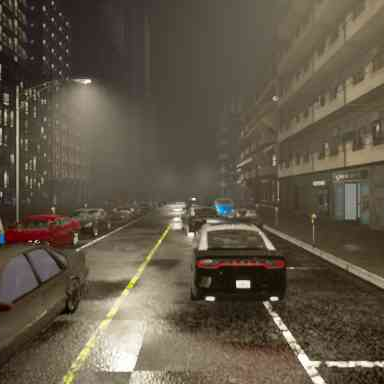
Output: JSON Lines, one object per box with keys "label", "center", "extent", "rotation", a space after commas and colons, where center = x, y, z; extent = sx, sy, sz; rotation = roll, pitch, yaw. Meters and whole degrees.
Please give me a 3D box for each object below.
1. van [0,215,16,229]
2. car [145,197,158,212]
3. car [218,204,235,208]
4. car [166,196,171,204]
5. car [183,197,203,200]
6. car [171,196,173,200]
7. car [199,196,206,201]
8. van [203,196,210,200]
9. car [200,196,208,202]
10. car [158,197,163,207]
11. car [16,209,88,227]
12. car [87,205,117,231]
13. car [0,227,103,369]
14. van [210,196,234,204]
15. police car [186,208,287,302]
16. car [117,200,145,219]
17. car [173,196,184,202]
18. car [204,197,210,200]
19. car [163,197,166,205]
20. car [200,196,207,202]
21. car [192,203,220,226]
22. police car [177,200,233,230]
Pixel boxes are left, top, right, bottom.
{"label": "van", "center": [-5.682, 1.350, 7.015], "extent": [1.690, 1.788, 3.998], "rotation": [0, 0, 0]}
{"label": "car", "center": [-5.621, 1.622, 40.151], "extent": [2.008, 1.369, 4.403], "rotation": [0, 0, 0]}
{"label": "car", "center": [2.719, 1.577, 18.045], "extent": [2.008, 1.369, 4.403], "rotation": [0, 0, 0]}
{"label": "car", "center": [-5.581, 1.689, 62.244], "extent": [1.947, 1.339, 4.313], "rotation": [0, 0, 0]}
{"label": "car", "center": [0.116, 1.682, 44.454], "extent": [1.895, 1.301, 4.718], "rotation": [0, 0, 1]}
{"label": "car", "center": [-5.520, 1.791, 95.381], "extent": [1.947, 1.339, 4.313], "rotation": [0, 0, 0]}
{"label": "car", "center": [2.860, 1.770, 95.365], "extent": [1.887, 1.381, 4.507], "rotation": [0, 0, 0]}
{"label": "van", "center": [2.769, 1.425, 45.659], "extent": [1.690, 1.788, 3.998], "rotation": [0, 0, 0]}
{"label": "car", "center": [2.831, 1.697, 78.966], "extent": [1.752, 1.417, 4.829], "rotation": [0, 0, 0]}
{"label": "car", "center": [-5.611, 1.634, 45.675], "extent": [2.008, 1.369, 4.403], "rotation": [0, 0, 0]}
{"label": "car", "center": [-5.672, 1.562, 12.538], "extent": [1.887, 1.381, 4.507], "rotation": [0, 0, 0]}
{"label": "car", "center": [-5.662, 1.592, 18.061], "extent": [1.947, 1.339, 4.313], "rotation": [0, 0, 0]}
{"label": "car", "center": [-3.093, 1.554, 4.877], "extent": [2.033, 1.411, 5.357], "rotation": [0, 0, 0]}
{"label": "van", "center": [2.739, 1.388, 29.091], "extent": [1.690, 1.788, 3.998], "rotation": [0, 0, 0]}
{"label": "police car", "center": [0.914, 1.437, 8.488], "extent": [1.930, 1.638, 5.238], "rotation": [0, 0, 0]}
{"label": "car", "center": [-5.642, 1.487, 29.107], "extent": [1.967, 1.590, 4.097], "rotation": [0, 0, 0]}
{"label": "car", "center": [-2.850, 1.673, 82.198], "extent": [2.128, 1.511, 4.902], "rotation": [0, 0, 0]}
{"label": "car", "center": [2.760, 1.616, 40.136], "extent": [1.887, 1.381, 4.507], "rotation": [0, 0, 0]}
{"label": "car", "center": [-5.601, 1.537, 51.198], "extent": [1.967, 1.590, 4.097], "rotation": [0, 0, 0]}
{"label": "car", "center": [2.840, 1.714, 84.489], "extent": [1.752, 1.417, 4.829], "rotation": [0, 0, 0]}
{"label": "car", "center": [0.943, 1.563, 24.379], "extent": [1.812, 1.442, 4.674], "rotation": [0, 0, 0]}
{"label": "police car", "center": [0.495, 1.452, 18.388], "extent": [1.930, 1.638, 5.238], "rotation": [0, 0, -8]}
